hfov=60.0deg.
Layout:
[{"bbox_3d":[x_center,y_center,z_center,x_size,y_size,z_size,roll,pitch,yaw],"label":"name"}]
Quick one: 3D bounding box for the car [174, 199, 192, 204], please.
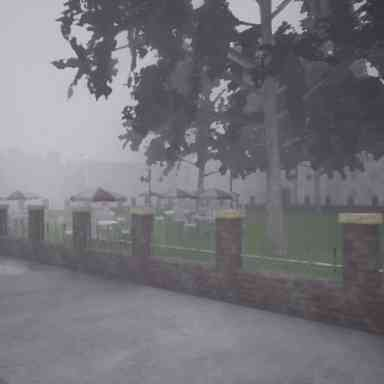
[{"bbox_3d":[-1.203,1.889,58.784,4.181,1.385,1.994,0,0,1],"label":"car"}]
